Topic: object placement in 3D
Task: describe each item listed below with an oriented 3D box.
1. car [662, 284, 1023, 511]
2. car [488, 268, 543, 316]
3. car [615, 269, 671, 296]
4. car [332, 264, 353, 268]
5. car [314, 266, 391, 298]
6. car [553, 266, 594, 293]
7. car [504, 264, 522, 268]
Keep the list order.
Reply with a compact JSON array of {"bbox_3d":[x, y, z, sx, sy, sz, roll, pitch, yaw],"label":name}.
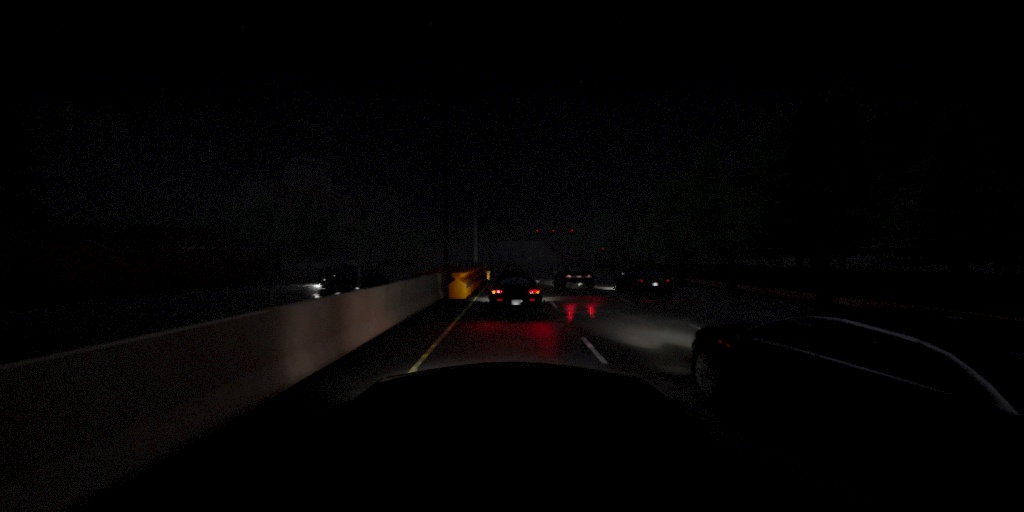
[{"bbox_3d":[3.600,1.248,3.493,2.128,1.511,4.902,0,0,0],"label":"car"},{"bbox_3d":[0.098,1.316,13.553,1.812,1.442,4.674,0,-1,-1],"label":"car"},{"bbox_3d":[7.101,1.375,19.772,1.994,1.385,4.181,0,0,0],"label":"car"},{"bbox_3d":[-14.024,1.390,29.533,2.033,1.411,5.357,0,0,1],"label":"car"},{"bbox_3d":[-7.091,1.363,16.639,1.994,1.385,4.181,0,0,0],"label":"car"},{"bbox_3d":[3.600,1.308,21.473,2.128,1.511,4.902,0,0,0],"label":"car"},{"bbox_3d":[0.100,1.365,28.178,1.812,1.442,4.674,0,0,0],"label":"car"}]
